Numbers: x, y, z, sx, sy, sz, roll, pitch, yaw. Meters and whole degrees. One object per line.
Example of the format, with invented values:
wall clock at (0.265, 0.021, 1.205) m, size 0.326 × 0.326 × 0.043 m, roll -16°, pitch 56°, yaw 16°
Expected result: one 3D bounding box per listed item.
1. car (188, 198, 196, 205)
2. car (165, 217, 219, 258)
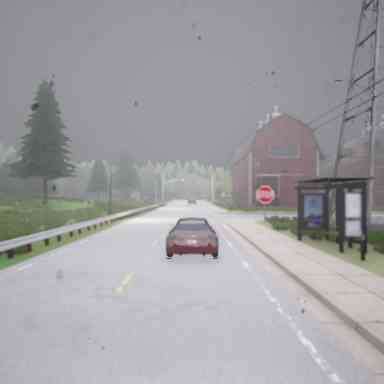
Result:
car at (0.030, 2.108, 74.835) m, size 1.882 × 1.535 × 5.008 m, roll 0°, pitch -1°, yaw 0°
car at (0.023, 1.713, 13.500) m, size 1.994 × 1.385 × 4.181 m, roll 0°, pitch -1°, yaw 0°
